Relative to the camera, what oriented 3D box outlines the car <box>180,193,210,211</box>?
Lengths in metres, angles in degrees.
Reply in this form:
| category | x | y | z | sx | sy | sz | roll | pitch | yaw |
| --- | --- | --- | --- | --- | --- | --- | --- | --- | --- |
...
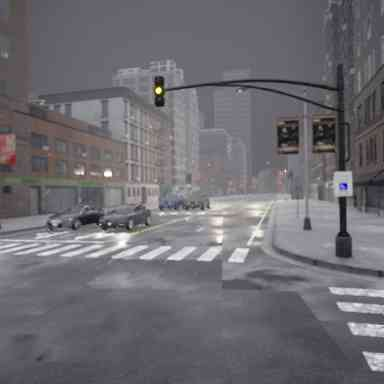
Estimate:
| category | x | y | z | sx | sy | sz | roll | pitch | yaw |
| --- | --- | --- | --- | --- | --- | --- | --- | --- | --- |
| car | 0.726 | 1.183 | 40.245 | 2.150 | 2.045 | 5.566 | -1 | 0 | 15 |

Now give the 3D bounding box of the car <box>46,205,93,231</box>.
| category | x | y | z | sx | sy | sz | roll | pitch | yaw |
| --- | --- | --- | --- | --- | --- | --- | --- | --- | --- |
| car | -7.479 | 1.616 | 21.761 | 2.128 | 1.511 | 4.902 | -1 | 0 | 12 |

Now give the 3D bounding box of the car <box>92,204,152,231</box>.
| category | x | y | z | sx | sy | sz | roll | pitch | yaw |
| --- | --- | --- | --- | --- | --- | --- | --- | --- | --- |
| car | -4.145 | 1.564 | 21.505 | 1.837 | 1.490 | 4.892 | -1 | 1 | 15 |

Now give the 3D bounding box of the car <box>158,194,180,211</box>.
| category | x | y | z | sx | sy | sz | roll | pitch | yaw |
| --- | --- | --- | --- | --- | --- | --- | --- | --- | --- |
| car | -2.355 | 1.244 | 41.318 | 2.150 | 2.045 | 5.566 | -1 | 0 | 15 |
